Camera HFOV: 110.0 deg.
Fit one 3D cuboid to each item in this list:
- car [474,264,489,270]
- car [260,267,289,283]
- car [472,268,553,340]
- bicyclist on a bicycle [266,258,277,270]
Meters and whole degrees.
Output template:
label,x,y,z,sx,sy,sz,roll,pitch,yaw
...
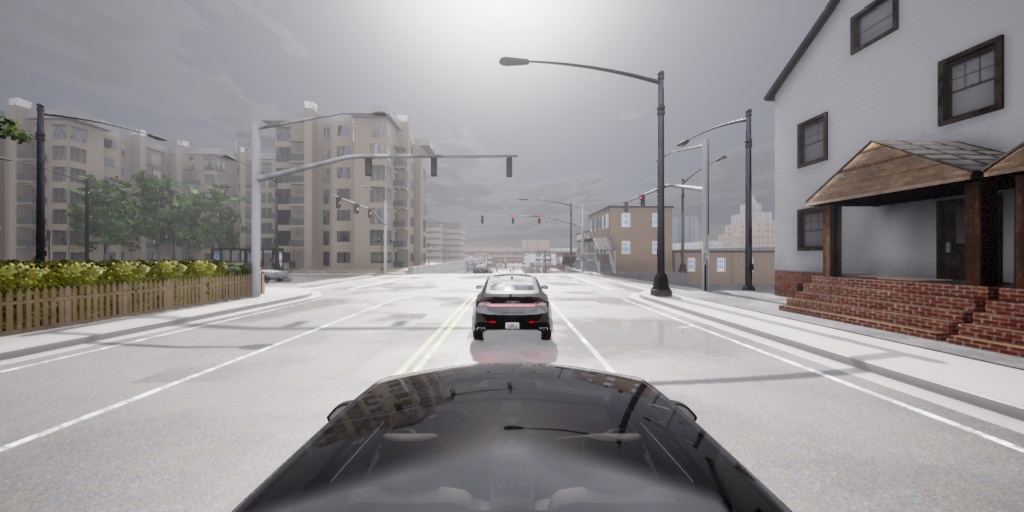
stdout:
label,x,y,z,sx,sy,sz,roll,pitch,yaw
car,-3.982,1.767,47.305,1.812,1.442,4.674,0,-4,0
car,-19.687,1.346,27.194,4.718,1.301,1.895,0,0,0
car,0.002,1.240,9.913,2.128,1.511,4.902,0,0,0
bicyclist on a bicycle,-25.606,1.047,38.210,0.582,1.620,1.656,0,0,0
